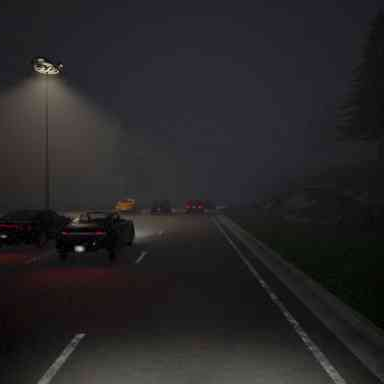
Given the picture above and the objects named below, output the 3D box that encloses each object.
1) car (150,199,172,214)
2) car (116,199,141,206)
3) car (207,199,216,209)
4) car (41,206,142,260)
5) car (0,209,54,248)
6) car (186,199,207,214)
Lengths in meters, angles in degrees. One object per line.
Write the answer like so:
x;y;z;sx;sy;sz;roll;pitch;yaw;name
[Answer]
-3.174;1.491;35.143;2.128;1.511;4.902;0;0;2;car
-6.664;1.477;35.402;1.882;1.535;5.008;0;0;2;car
1.957;1.564;44.558;1.994;1.385;4.181;0;0;14;car
-3.402;1.491;12.476;2.128;1.511;4.902;0;0;0;car
-6.903;1.477;14.734;1.882;1.535;5.008;0;0;0;car
0.327;1.547;35.189;2.033;1.411;5.357;0;0;3;car
